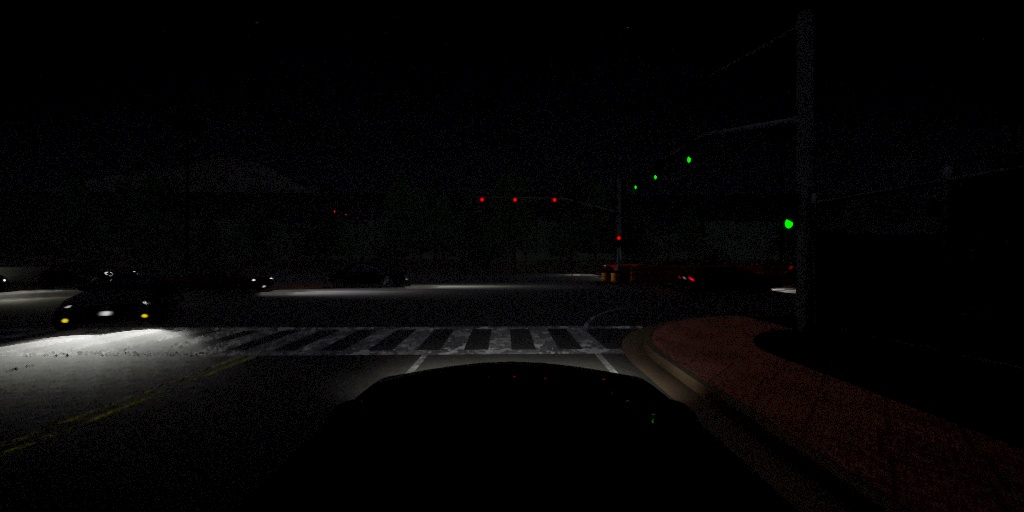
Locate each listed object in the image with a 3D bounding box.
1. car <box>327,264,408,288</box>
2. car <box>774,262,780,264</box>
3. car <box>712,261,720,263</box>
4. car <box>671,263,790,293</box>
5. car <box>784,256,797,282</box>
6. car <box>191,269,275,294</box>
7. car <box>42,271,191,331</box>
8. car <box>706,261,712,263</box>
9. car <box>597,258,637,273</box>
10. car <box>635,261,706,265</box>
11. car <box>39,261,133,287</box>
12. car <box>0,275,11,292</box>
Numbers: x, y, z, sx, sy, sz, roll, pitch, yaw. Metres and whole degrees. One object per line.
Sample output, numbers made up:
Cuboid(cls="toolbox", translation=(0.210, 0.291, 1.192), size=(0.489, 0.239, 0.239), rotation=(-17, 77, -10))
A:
Cuboid(cls="car", translation=(-9.318, 1.242, 23.274), size=(4.902, 1.511, 2.128), rotation=(0, 0, -2))
Cuboid(cls="car", translation=(22.960, 1.351, 31.485), size=(4.718, 1.301, 1.895), rotation=(0, 0, -2))
Cuboid(cls="car", translation=(20.532, 1.255, 38.413), size=(4.892, 1.490, 1.837), rotation=(0, 0, -2))
Cuboid(cls="car", translation=(12.285, 1.297, 20.448), size=(5.357, 1.411, 2.033), rotation=(0, 0, -2))
Cuboid(cls="car", translation=(21.933, 0.973, 24.248), size=(5.566, 2.045, 2.150), rotation=(0, 0, -2))
Cuboid(cls="car", translation=(-15.798, 1.351, 19.570), size=(4.718, 1.301, 1.895), rotation=(0, 0, -2))
Cuboid(cls="car", translation=(-11.699, 1.314, 11.020), size=(1.994, 1.385, 4.181), rotation=(0, 0, -34))
Cuboid(cls="car", translation=(16.349, 1.276, 34.779), size=(4.674, 1.442, 1.812), rotation=(0, 0, -2))
Cuboid(cls="car", translation=(11.415, 1.102, 38.128), size=(4.553, 1.767, 2.097), rotation=(0, 0, -2))
Cuboid(cls="car", translation=(13.705, 1.255, 31.196), size=(4.892, 1.490, 1.837), rotation=(0, 0, -2))
Cuboid(cls="car", translation=(-26.619, 1.096, 22.735), size=(4.553, 1.767, 2.097), rotation=(0, 0, -2))
Cuboid(cls="car", translation=(-30.110, 1.245, 19.125), size=(4.892, 1.490, 1.837), rotation=(0, 0, -2))
